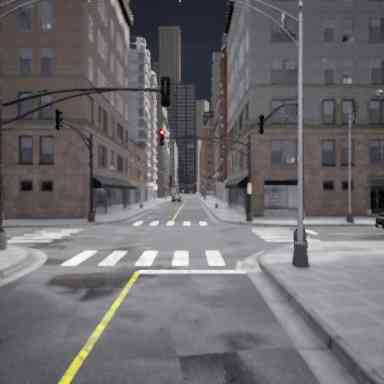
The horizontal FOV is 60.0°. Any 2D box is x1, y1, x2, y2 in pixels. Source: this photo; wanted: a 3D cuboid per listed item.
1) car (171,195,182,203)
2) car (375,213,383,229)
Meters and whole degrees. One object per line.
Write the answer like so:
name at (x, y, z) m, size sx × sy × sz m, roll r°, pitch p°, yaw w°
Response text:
car at (-2.996, 1.320, 65.608) m, size 1.882 × 1.535 × 5.008 m, roll 0°, pitch 0°, yaw 0°
car at (11.429, 1.422, 15.924) m, size 4.902 × 1.511 × 2.128 m, roll 0°, pitch 0°, yaw 0°
